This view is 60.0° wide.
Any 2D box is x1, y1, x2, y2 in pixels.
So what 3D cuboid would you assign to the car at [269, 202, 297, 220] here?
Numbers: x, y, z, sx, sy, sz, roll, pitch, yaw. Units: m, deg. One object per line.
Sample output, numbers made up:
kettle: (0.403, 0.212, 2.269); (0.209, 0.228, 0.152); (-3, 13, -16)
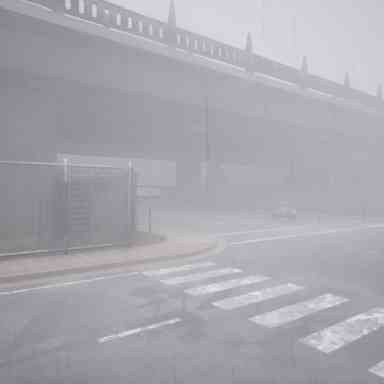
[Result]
car: (7.535, 1.549, 27.745); (2.033, 1.411, 5.357); (0, 0, 10)
